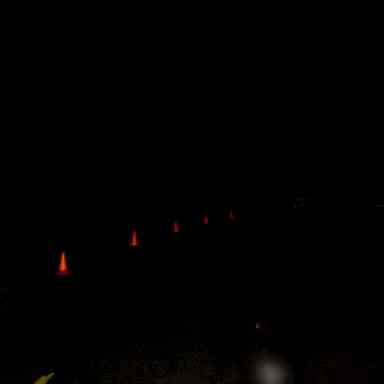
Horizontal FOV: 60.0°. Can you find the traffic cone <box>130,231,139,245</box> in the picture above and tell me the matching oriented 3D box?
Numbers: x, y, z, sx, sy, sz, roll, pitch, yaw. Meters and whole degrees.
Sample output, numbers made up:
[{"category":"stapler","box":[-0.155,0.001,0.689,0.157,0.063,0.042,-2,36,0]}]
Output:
[{"category":"traffic cone","box":[-2.487,1.987,14.394,0.340,0.580,0.340,0,0,15]}]

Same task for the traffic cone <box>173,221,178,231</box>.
[{"category":"traffic cone","box":[-0.939,1.984,19.372,0.340,0.580,0.340,0,0,20]}]

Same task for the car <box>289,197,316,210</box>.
[{"category":"car","box":[13.370,1.387,40.075,1.812,1.442,4.674,0,0,40]}]

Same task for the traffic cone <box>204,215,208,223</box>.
[{"category":"traffic cone","box":[1.035,1.967,24.197,0.340,0.580,0.340,0,0,25]}]

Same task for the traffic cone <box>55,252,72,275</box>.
[{"category":"traffic cone","box":[-3.597,1.979,9.302,0.340,0.580,0.340,0,0,10]}]
